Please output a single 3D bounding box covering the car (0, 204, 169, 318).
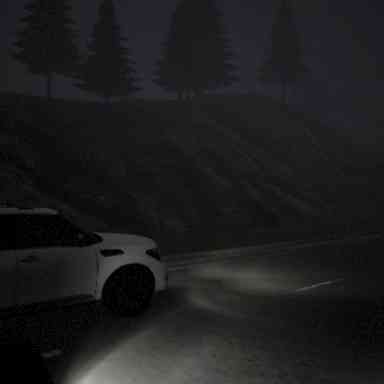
[{"bbox_3d":[-3.123,1.229,5.818,5.566,2.045,2.150,0,0,-36],"label":"car"}]

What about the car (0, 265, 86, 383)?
[{"bbox_3d":[-3.338,1.529,1.364,5.357,1.411,2.033,1,0,-36],"label":"car"}]
